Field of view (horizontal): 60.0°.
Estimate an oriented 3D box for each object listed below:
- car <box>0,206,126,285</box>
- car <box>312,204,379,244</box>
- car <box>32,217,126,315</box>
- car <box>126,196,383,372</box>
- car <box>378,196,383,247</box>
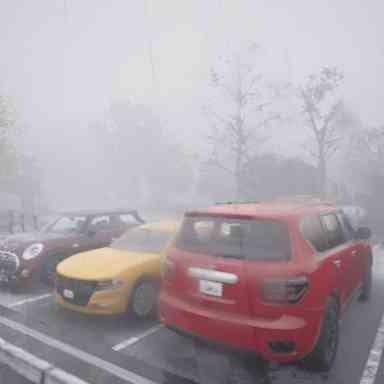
[{"bbox_3d":[-3.124,1.325,9.435,2.185,1.767,4.553,0,0,35],"label":"car"},{"bbox_3d":[7.851,1.454,16.684,2.231,1.521,4.892,0,0,35],"label":"car"},{"bbox_3d":[-0.652,1.451,7.673,2.097,1.535,5.008,0,0,35],"label":"car"},{"bbox_3d":[1.753,1.200,6.020,2.435,2.045,5.566,0,0,35],"label":"car"},{"bbox_3d":[10.127,1.206,15.064,2.435,2.045,5.566,0,0,35],"label":"car"}]
